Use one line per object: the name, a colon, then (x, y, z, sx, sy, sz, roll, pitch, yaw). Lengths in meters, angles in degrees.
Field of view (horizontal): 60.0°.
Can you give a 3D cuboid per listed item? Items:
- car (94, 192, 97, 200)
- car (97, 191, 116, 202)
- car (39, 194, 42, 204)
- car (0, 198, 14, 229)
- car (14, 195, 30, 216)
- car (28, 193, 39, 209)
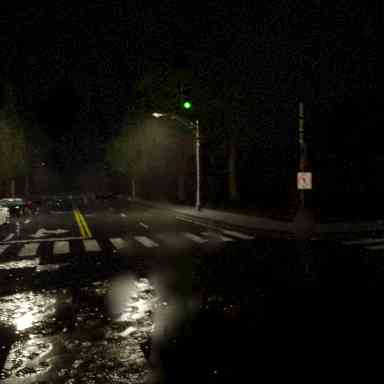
car: (-16.269, 0.609, 59.158, 1.812, 1.442, 4.674, -1, 1, -21)
car: (-12.480, 0.687, 49.435, 1.882, 1.535, 5.008, -1, 1, -21)
car: (-21.417, 0.905, 45.069, 2.033, 1.411, 5.357, -1, 1, -20)
car: (-11.256, 1.260, 18.170, 1.812, 1.442, 4.674, -1, 1, -21)
car: (-14.448, 1.205, 26.597, 1.895, 1.301, 4.718, -1, 1, -21)
car: (-17.672, 1.014, 35.096, 1.812, 1.442, 4.674, -1, 1, -21)
